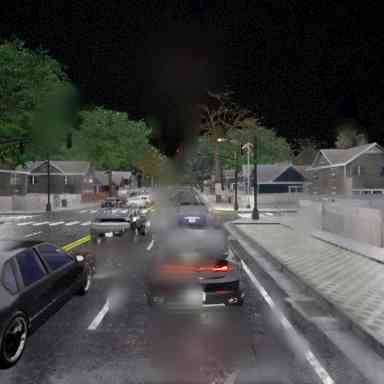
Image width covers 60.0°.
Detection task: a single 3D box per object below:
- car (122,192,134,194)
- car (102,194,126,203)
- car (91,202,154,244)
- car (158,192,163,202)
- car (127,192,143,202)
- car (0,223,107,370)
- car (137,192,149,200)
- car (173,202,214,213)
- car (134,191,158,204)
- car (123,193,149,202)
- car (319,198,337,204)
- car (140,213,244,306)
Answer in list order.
[{"bbox_3d":[-10.131,0.982,50.778,2.097,1.767,4.553,0,1,0],"label":"car"},{"bbox_3d":[-10.089,1.282,42.090,1.994,1.385,4.181,0,1,0],"label":"car"},{"bbox_3d":[-3.236,1.440,15.378,2.128,1.511,4.902,0,0,0],"label":"car"},{"bbox_3d":[-6.920,0.822,60.578,2.097,1.767,4.553,0,1,0],"label":"car"},{"bbox_3d":[-10.169,0.843,59.479,2.097,1.767,4.553,0,1,0],"label":"car"},{"bbox_3d":[-3.173,1.539,5.624,2.033,1.411,5.357,0,0,0],"label":"car"},{"bbox_3d":[-10.152,0.830,69.151,1.994,1.385,4.181,0,1,0],"label":"car"},{"bbox_3d":[0.072,1.290,17.035,2.097,1.767,4.553,0,0,2],"label":"car"},{"bbox_3d":[-6.882,0.852,50.689,2.150,2.045,5.566,0,1,0],"label":"car"},{"bbox_3d":[-6.824,1.254,41.012,1.812,1.442,4.674,0,1,0],"label":"car"},{"bbox_3d":[12.416,1.268,30.835,4.674,1.442,1.812,0,1,-3],"label":"car"},{"bbox_3d":[0.062,1.489,7.969,1.837,1.490,4.892,0,0,0],"label":"car"}]
